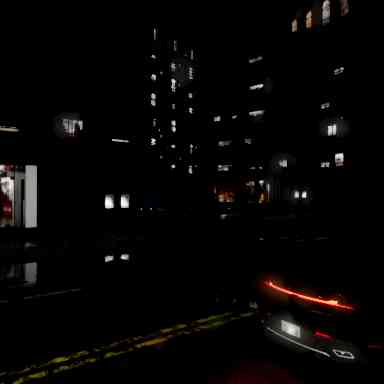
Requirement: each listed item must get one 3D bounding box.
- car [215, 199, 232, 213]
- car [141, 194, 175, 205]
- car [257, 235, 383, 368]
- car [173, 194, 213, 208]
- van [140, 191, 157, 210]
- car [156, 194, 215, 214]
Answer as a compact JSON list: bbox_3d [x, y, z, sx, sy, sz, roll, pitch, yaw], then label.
[{"bbox_3d":[1.447,1.129,30.938,4.674,1.442,1.812,1,1,37],"label":"car"},{"bbox_3d":[-4.345,0.961,42.564,4.206,1.307,1.802,1,0,37],"label":"car"},{"bbox_3d":[3.260,1.507,5.639,4.892,1.490,1.837,0,0,-35],"label":"car"},{"bbox_3d":[0.069,1.041,39.241,4.403,1.369,2.008,1,0,37],"label":"car"},{"bbox_3d":[-4.993,0.817,32.568,3.998,1.788,1.690,1,0,37],"label":"van"},{"bbox_3d":[-0.585,1.137,29.243,4.403,1.369,2.008,1,0,37],"label":"car"}]
